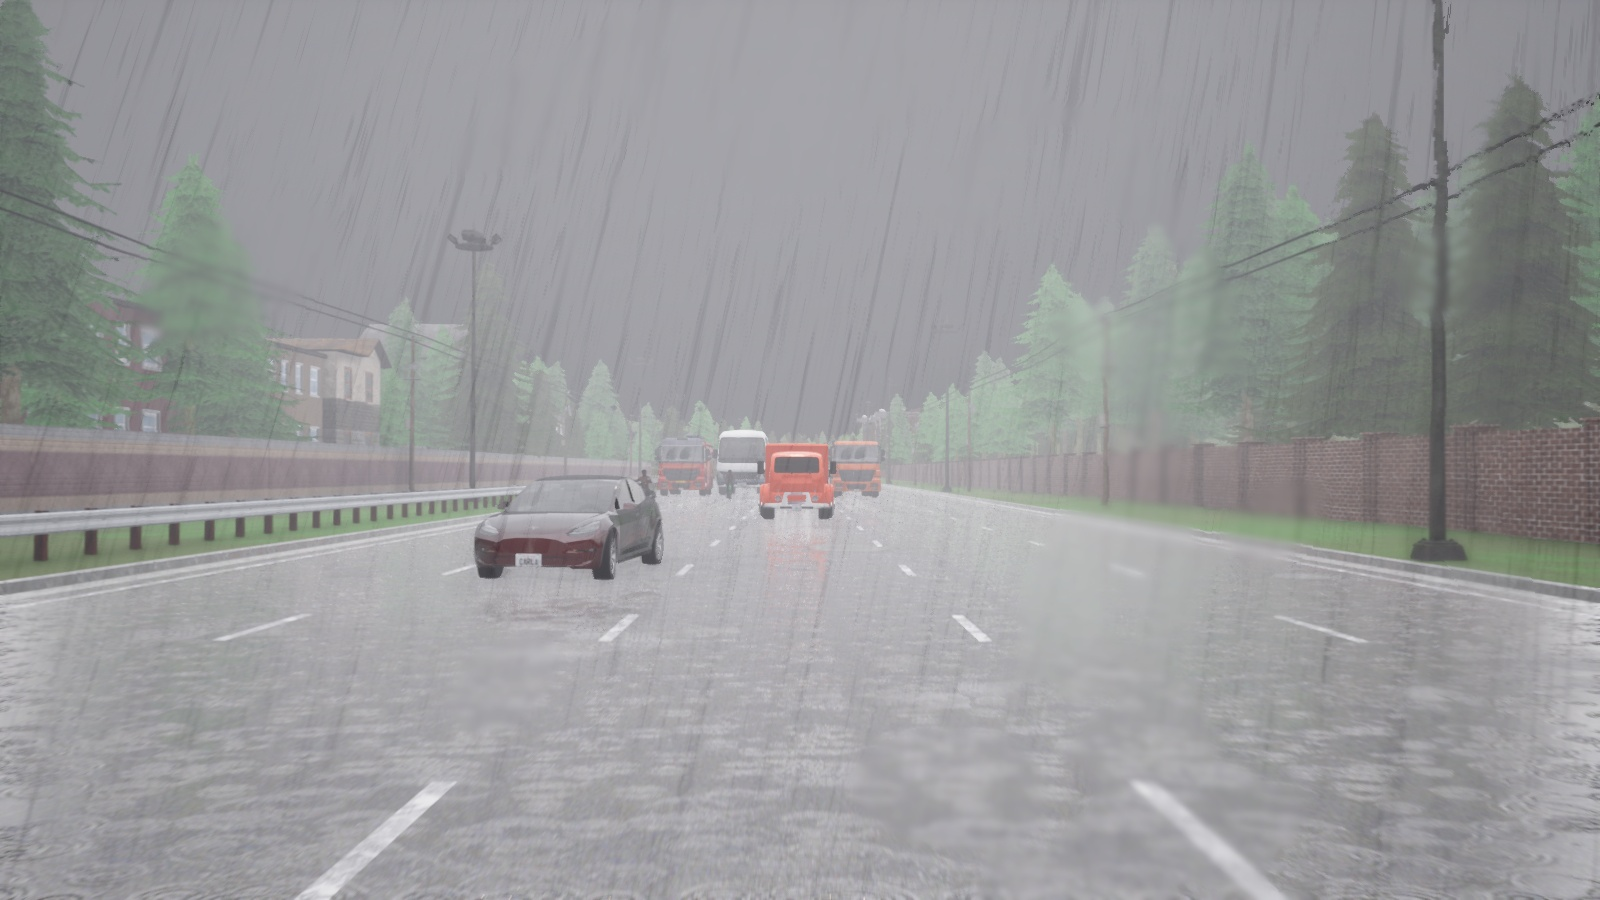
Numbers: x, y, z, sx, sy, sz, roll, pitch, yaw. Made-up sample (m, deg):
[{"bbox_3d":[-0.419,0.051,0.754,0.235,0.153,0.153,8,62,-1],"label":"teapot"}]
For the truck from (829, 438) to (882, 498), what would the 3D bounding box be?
[{"bbox_3d":[3.311,1.113,77.235,2.891,3.462,7.936,0,-1,0],"label":"truck"}]

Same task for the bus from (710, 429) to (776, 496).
[{"bbox_3d":[-3.708,0.865,84.309,3.944,4.253,10.273,0,-1,0],"label":"bus"}]

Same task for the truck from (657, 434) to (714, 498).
[{"bbox_3d":[-7.196,1.018,79.990,2.891,3.827,8.468,0,-1,0],"label":"truck"}]

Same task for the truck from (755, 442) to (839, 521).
[{"bbox_3d":[-0.102,1.029,41.834,2.627,2.467,5.204,0,-1,0],"label":"truck"}]

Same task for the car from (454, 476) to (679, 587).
[{"bbox_3d":[-3.429,1.155,19.506,2.163,1.488,4.792,0,-1,6],"label":"car"}]
